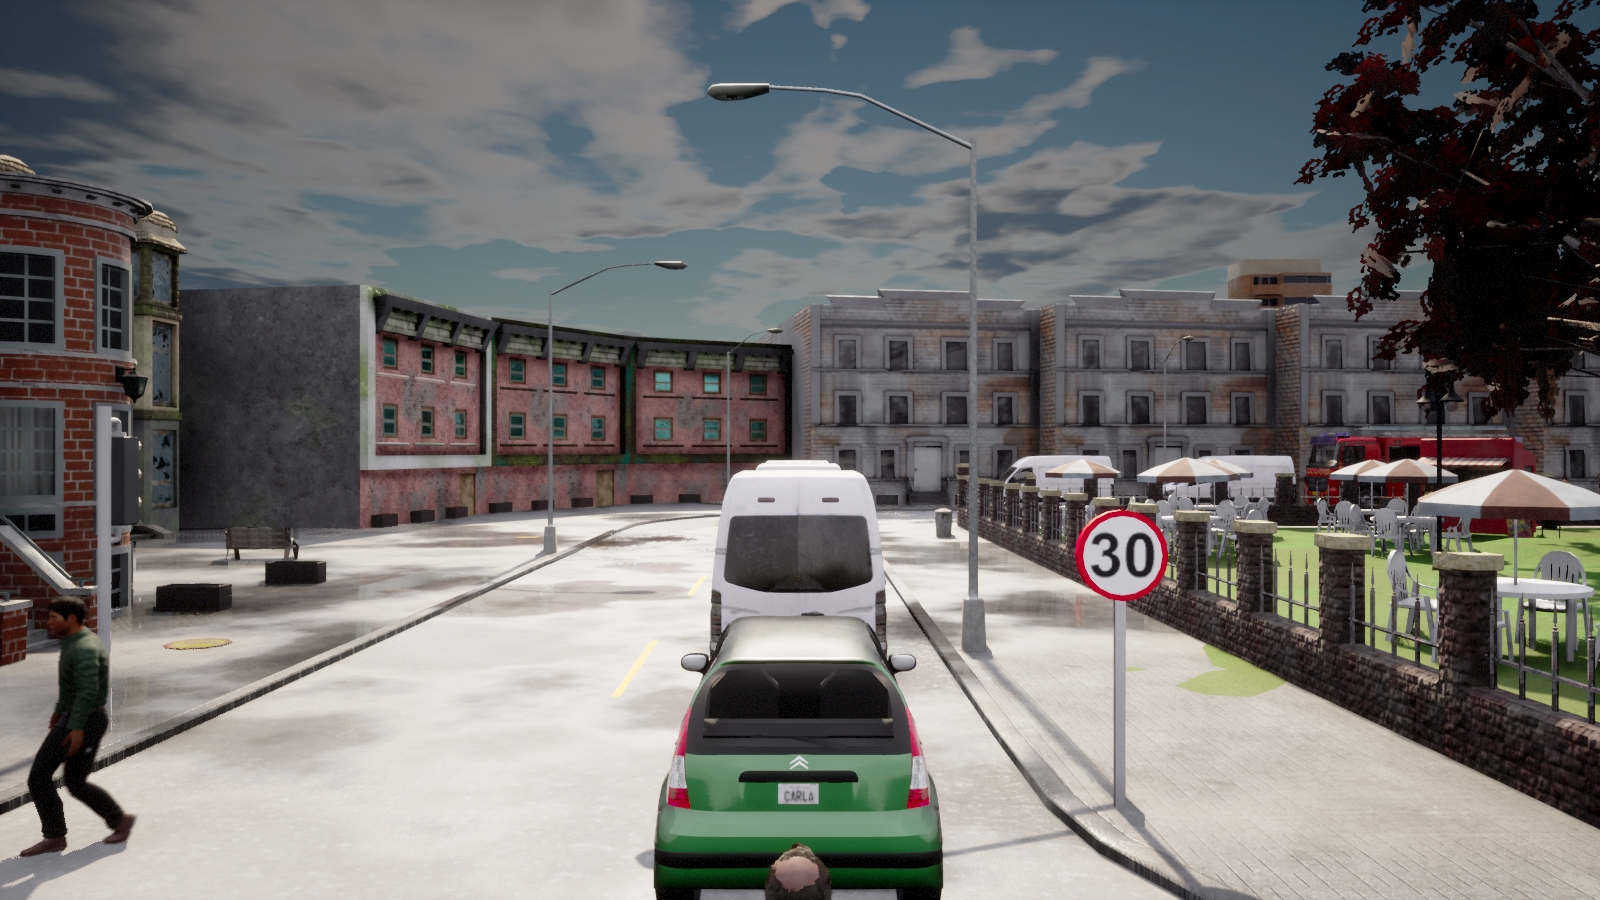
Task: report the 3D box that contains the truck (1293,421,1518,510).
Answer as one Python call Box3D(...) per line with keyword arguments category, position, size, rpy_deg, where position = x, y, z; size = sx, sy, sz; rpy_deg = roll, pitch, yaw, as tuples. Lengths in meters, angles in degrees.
Box3D(category="truck", position=(26.739, 0.670, 50.713), size=(8.468, 3.827, 2.891), rpy_deg=(0, 0, 0))

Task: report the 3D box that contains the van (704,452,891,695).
Box3D(category="van", position=(-0.025, 1.315, 15.105), size=(1.988, 2.561, 5.915), rpy_deg=(0, 0, 0))

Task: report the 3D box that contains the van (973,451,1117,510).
Box3D(category="van", position=(10.737, 1.314, 50.430), size=(5.915, 2.561, 1.988), rpy_deg=(0, 0, 0))

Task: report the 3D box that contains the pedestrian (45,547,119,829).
Box3D(category="pedestrian", position=(-5.018, 1.629, 7.984), size=(0.375, 1.860, 0.375), rpy_deg=(0, 0, -44))

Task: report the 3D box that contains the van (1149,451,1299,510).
Box3D(category="van", position=(18.656, 1.314, 50.452), size=(5.915, 2.561, 1.988), rpy_deg=(0, 0, 0))

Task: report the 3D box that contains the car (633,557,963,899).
Box3D(category="car", position=(-0.015, 1.779, 8.404), size=(1.851, 1.617, 3.988), rpy_deg=(0, 0, 0))
